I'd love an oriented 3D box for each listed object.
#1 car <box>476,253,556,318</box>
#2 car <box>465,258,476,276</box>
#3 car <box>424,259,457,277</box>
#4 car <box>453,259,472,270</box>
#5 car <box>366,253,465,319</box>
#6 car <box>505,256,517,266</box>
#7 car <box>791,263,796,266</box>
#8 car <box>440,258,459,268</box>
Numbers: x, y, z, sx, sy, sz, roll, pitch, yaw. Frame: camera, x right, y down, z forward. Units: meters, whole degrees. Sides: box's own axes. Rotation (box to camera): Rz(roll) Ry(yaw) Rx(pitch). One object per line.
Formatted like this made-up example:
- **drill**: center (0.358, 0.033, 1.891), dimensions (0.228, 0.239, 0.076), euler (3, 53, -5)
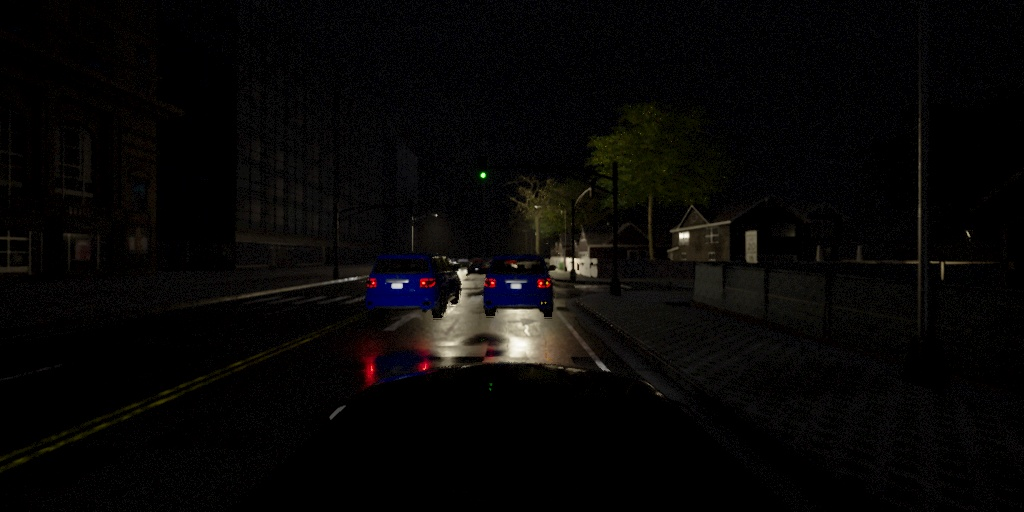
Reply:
- **car**: center (0.379, 0.920, 12.883), dimensions (2.150, 2.045, 5.566), euler (0, 1, 6)
- **car**: center (-3.287, 1.164, 35.299), dimensions (1.994, 1.385, 4.181), euler (0, 0, 0)
- **car**: center (-6.729, 1.094, 34.343), dimensions (2.128, 1.511, 4.902), euler (0, 0, 0)
- **car**: center (-6.776, 1.111, 49.503), dimensions (1.994, 1.385, 4.181), euler (0, 0, 0)
- **car**: center (-3.199, 0.916, 12.648), dimensions (2.150, 2.045, 5.566), euler (0, 0, 0)
- **car**: center (-0.259, 0.851, 64.844), dimensions (2.097, 1.767, 4.553), euler (0, 0, 0)
- **car**: center (18.605, 1.276, 20.056), dimensions (4.181, 1.385, 1.994), euler (0, 0, 0)
- **car**: center (-10.011, 1.066, 58.056), dimensions (2.033, 1.411, 5.357), euler (0, 0, 1)
